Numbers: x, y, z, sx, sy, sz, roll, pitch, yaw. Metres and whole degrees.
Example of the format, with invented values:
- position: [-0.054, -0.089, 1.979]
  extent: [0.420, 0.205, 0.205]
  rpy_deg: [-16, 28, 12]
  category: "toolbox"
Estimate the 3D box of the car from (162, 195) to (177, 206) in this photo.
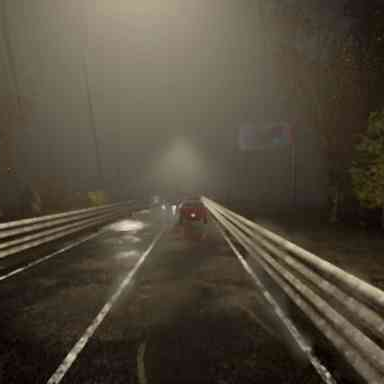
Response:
- position: [-3.306, 1.278, 50.174]
  extent: [1.837, 1.490, 4.892]
  rpy_deg: [0, 0, 0]
  category: "car"

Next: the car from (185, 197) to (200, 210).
- position: [0.063, 1.336, 41.218]
  extent: [1.812, 1.442, 4.674]
  rpy_deg: [0, 0, 0]
  category: "car"

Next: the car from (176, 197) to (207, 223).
- position: [0.081, 1.365, 24.394]
  extent: [1.882, 1.535, 5.008]
  rpy_deg: [0, 1, 0]
  category: "car"
